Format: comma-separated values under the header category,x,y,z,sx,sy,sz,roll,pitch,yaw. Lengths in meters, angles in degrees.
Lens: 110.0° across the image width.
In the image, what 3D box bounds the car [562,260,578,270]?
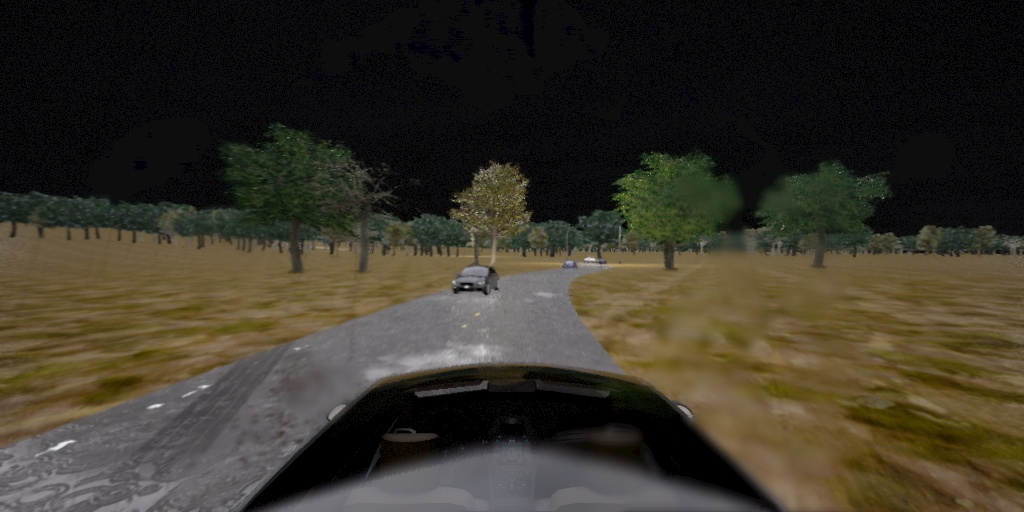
category,x,y,z,sx,sy,sz,roll,pitch,yaw
car,9.657,1.469,59.426,1.812,1.442,4.674,2,0,23

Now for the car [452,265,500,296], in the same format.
category,x,y,z,sx,sy,sz,roll,pitch,yaw
car,-1.874,1.271,19.939,1.837,1.490,4.892,1,0,8
